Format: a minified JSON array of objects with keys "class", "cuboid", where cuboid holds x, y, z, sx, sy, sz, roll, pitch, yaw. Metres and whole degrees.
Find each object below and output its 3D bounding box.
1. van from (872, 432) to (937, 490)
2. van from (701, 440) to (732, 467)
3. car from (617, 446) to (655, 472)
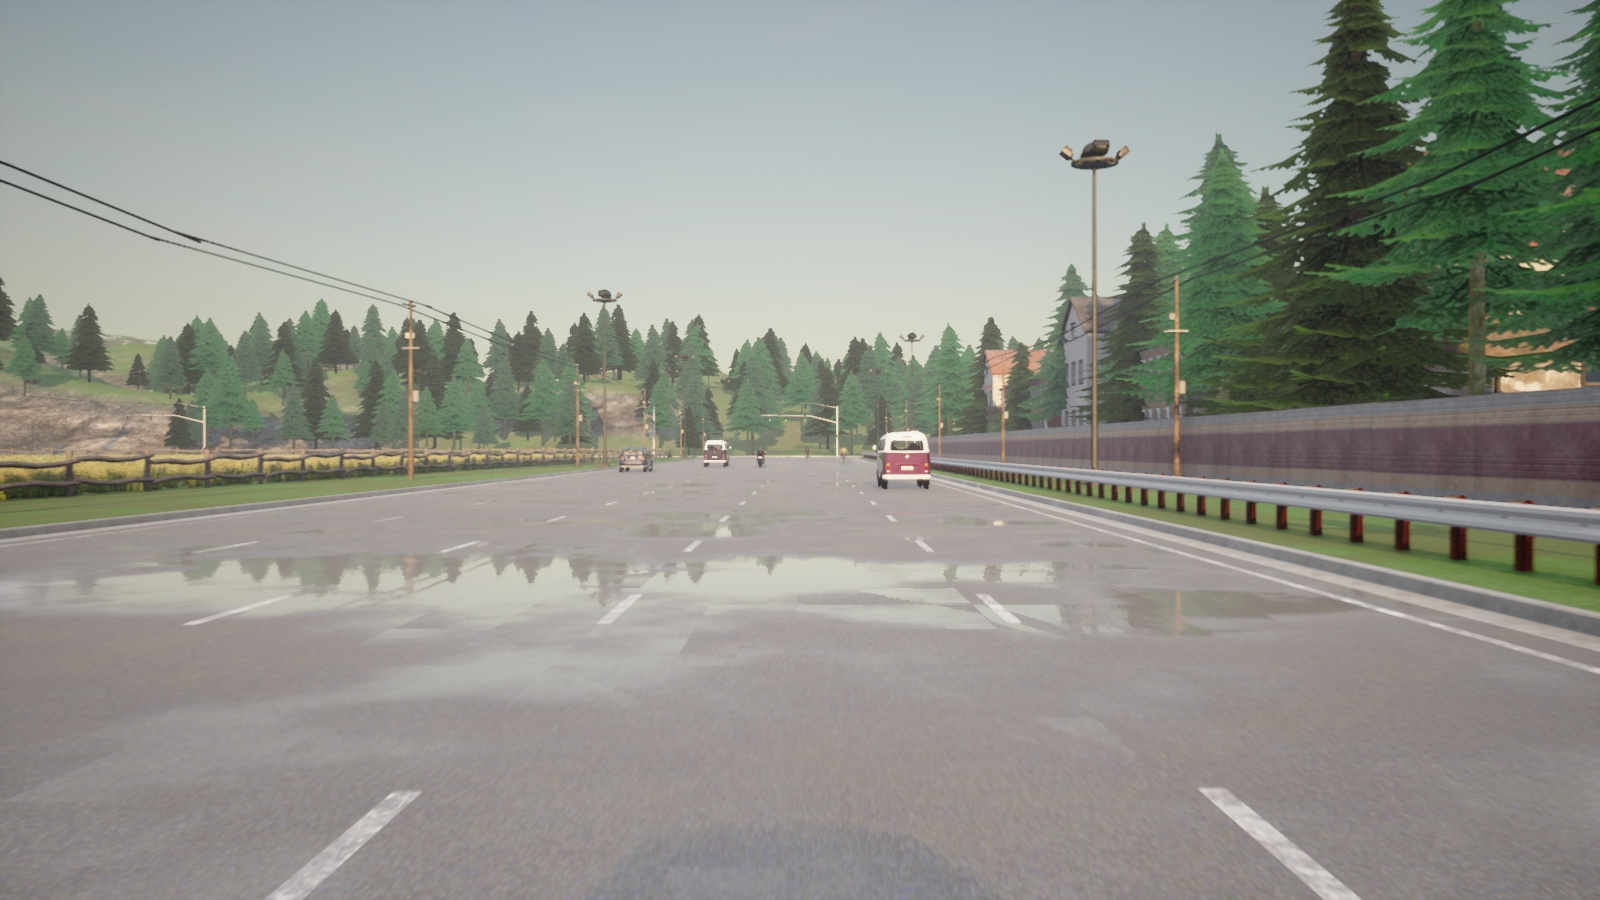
[{"class":"van","cuboid":[3.783,0.377,46.210,2.069,2.038,4.480,0,0,0]},{"class":"van","cuboid":[-6.425,0.264,96.755,2.069,2.038,4.480,0,0,0]},{"class":"car","cuboid":[-10.039,0.558,77.025,1.789,1.549,3.705,0,0,0]}]
